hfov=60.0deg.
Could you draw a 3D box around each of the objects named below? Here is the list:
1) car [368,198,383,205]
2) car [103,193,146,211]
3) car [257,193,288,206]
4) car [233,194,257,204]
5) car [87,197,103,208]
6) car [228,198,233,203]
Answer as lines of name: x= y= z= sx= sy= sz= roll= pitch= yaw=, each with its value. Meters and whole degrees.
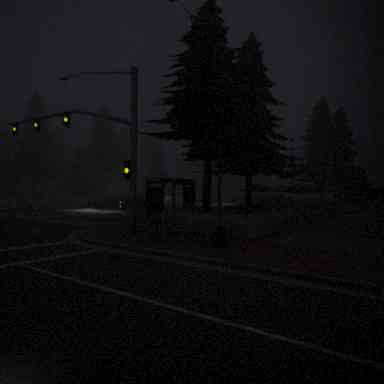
car: x=30.149 y=1.344 z=51.937 sx=5.008 sy=1.535 sz=1.882 roll=1 pitch=0 yaw=-8
car: x=-6.216 y=0.917 z=33.695 sx=2.097 sy=1.767 sz=4.553 roll=1 pitch=1 yaw=36
car: x=11.074 y=1.050 z=43.505 sx=4.553 sy=1.767 sz=2.097 roll=0 pitch=1 yaw=-43
car: x=9.299 y=1.098 z=51.214 sx=4.902 sy=1.511 sz=2.128 roll=0 pitch=0 yaw=-35
car: x=-8.712 y=1.058 z=36.263 sx=2.033 sy=1.411 sz=5.357 roll=1 pitch=1 yaw=36
car: x=8.202 y=1.162 z=54.709 sx=4.718 sy=1.301 sz=1.895 roll=0 pitch=1 yaw=-34
